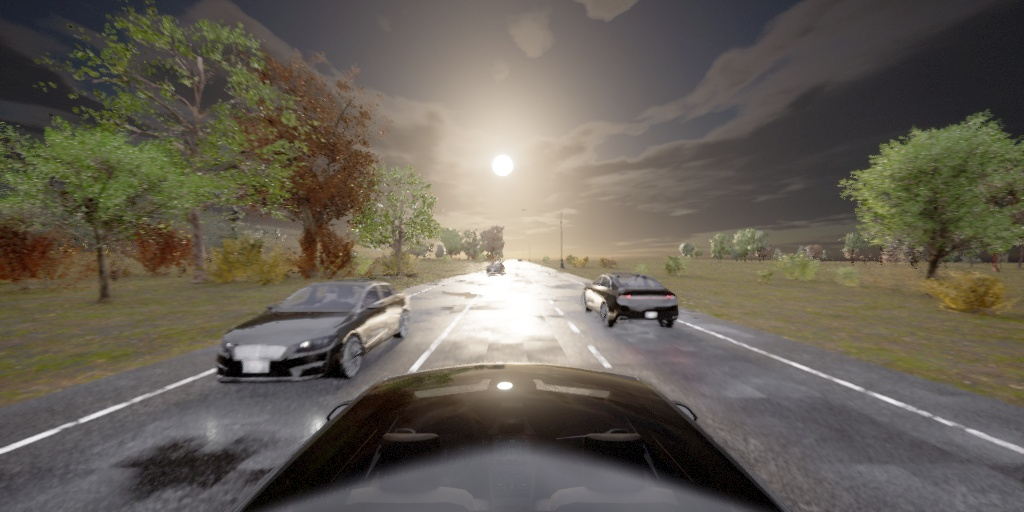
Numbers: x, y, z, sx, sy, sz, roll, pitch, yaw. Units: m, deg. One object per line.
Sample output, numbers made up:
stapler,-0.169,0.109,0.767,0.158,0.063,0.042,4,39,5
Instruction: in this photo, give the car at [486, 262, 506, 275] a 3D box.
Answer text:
car,-1.857,1.412,42.432,2.128,1.511,4.902,0,0,7

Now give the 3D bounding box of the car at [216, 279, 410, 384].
car,-3.513,1.266,7.368,2.128,1.511,4.902,0,0,0

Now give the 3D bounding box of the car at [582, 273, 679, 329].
car,3.499,1.278,11.427,2.128,1.511,4.902,0,0,0
